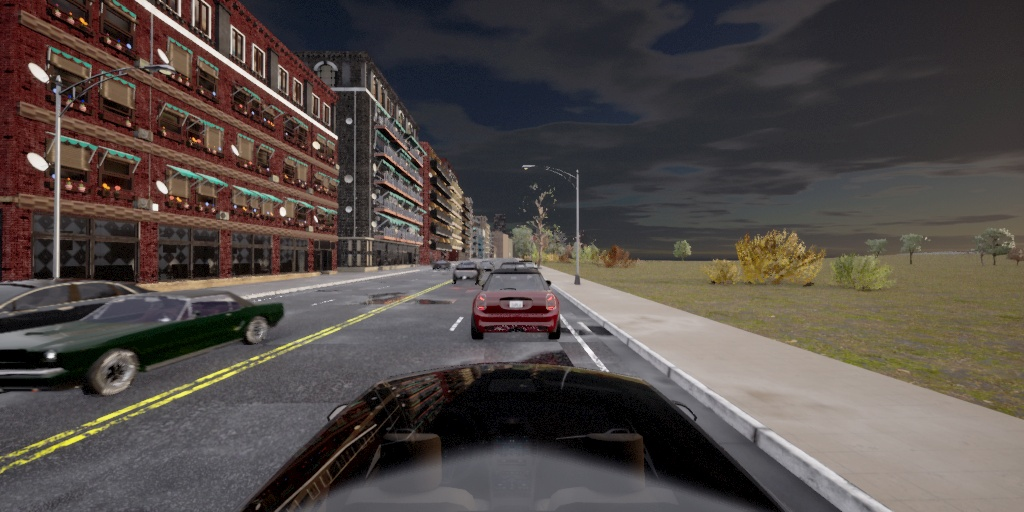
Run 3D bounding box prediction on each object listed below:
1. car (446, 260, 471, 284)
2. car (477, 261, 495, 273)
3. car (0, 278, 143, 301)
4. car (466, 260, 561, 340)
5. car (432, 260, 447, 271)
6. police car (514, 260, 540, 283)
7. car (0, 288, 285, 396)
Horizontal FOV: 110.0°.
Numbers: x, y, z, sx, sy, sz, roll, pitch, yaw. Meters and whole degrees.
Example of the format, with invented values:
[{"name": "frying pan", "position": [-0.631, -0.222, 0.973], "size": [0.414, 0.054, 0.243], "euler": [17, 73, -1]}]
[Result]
[{"name": "car", "position": [-3.175, 1.244, 26.524], "size": [2.128, 1.511, 4.902], "euler": [0, 0, 0]}, {"name": "car", "position": [-3.188, 1.316, 44.874], "size": [1.994, 1.385, 4.181], "euler": [0, 0, 0]}, {"name": "car", "position": [-9.857, 1.256, 7.266], "size": [1.837, 1.490, 4.892], "euler": [0, 0, 0]}, {"name": "car", "position": [0.084, 1.103, 10.169], "size": [2.097, 1.767, 4.553], "euler": [0, 0, 0]}, {"name": "car", "position": [-9.895, 1.300, 50.609], "size": [2.033, 1.411, 5.357], "euler": [0, 0, 0]}, {"name": "police car", "position": [1.110, 1.179, 29.437], "size": [1.930, 1.638, 5.238], "euler": [0, 0, 0]}, {"name": "car", "position": [-6.607, 1.352, 6.714], "size": [1.895, 1.301, 4.718], "euler": [0, 0, 0]}]
